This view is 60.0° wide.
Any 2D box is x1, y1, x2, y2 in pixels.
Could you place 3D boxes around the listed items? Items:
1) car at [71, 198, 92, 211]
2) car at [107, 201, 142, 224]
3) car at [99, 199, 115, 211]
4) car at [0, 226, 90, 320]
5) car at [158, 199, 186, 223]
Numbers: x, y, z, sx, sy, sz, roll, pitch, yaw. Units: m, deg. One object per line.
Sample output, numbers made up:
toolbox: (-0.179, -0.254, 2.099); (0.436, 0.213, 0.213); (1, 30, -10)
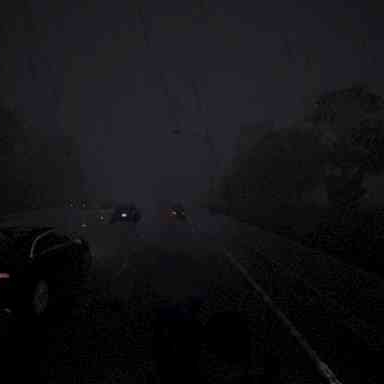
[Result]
car: (-13.936, 1.547, 42.118); (1.837, 1.490, 4.892); (0, 0, -6)
car: (-4.951, 1.589, 25.360); (1.994, 1.385, 4.181); (0, 0, -5)
car: (-10.355, 1.605, 41.571); (1.994, 1.385, 4.181); (0, 0, -6)
car: (-3.657, 1.503, 7.310); (2.128, 1.511, 4.902); (0, 0, -2)
car: (-1.487, 1.570, 26.064); (2.033, 1.411, 5.357); (0, 0, -6)
